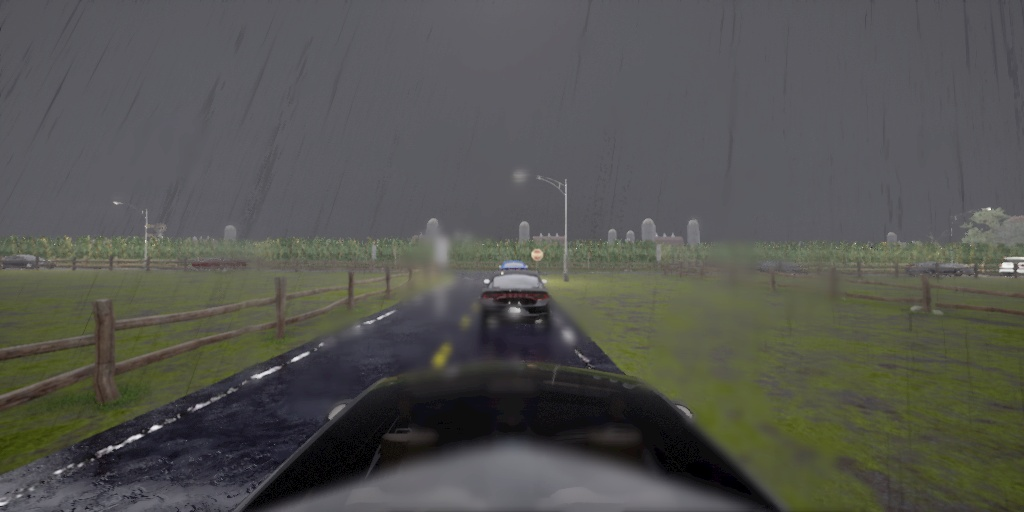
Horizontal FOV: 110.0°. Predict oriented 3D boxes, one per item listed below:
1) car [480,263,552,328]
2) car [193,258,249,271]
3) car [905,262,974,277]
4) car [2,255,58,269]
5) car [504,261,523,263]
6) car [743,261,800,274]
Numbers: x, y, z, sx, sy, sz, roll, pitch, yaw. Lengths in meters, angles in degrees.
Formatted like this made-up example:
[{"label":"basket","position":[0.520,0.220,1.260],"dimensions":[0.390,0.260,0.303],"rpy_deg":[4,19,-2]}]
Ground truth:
[{"label":"car","position":[0.113,1.165,11.212],"dimensions":[1.882,1.535,5.008],"rpy_deg":[0,1,0]},{"label":"car","position":[-30.656,0.884,37.894],"dimensions":[4.718,1.301,1.895],"rpy_deg":[0,-1,0]},{"label":"car","position":[44.182,1.355,37.437],"dimensions":[4.902,1.511,2.128],"rpy_deg":[1,-1,0]},{"label":"car","position":[-51.470,0.674,38.128],"dimensions":[4.892,1.490,1.837],"rpy_deg":[0,-1,0]},{"label":"car","position":[0.102,1.075,24.693],"dimensions":[1.882,1.535,5.008],"rpy_deg":[0,0,-1]},{"label":"car","position":[29.208,1.308,40.436],"dimensions":[5.357,1.411,2.033],"rpy_deg":[0,-1,0]}]
